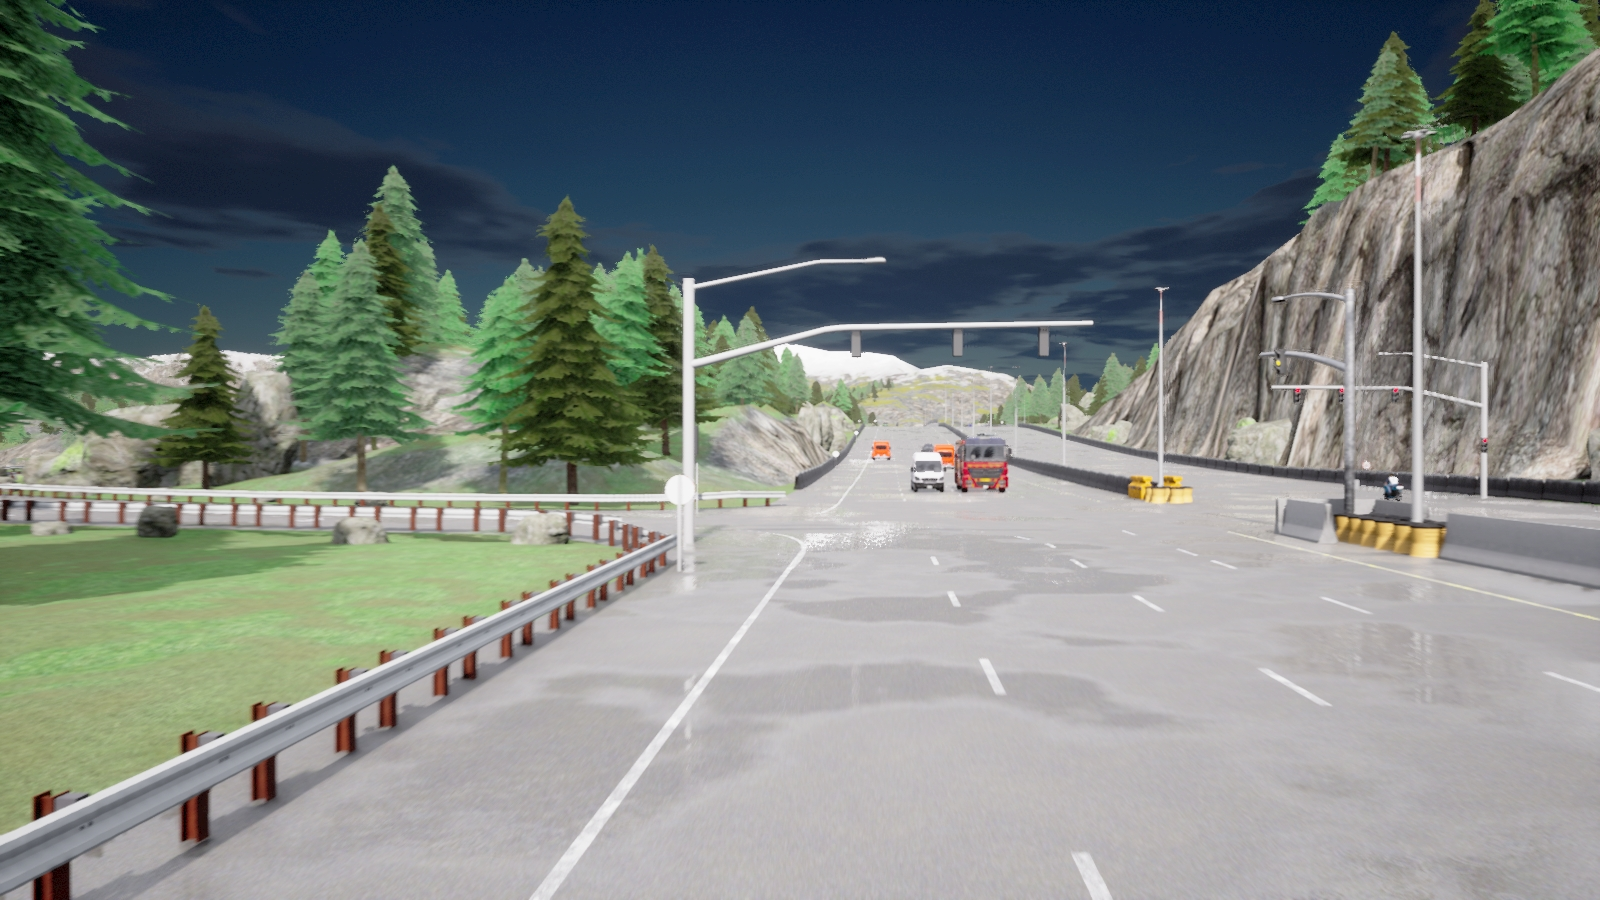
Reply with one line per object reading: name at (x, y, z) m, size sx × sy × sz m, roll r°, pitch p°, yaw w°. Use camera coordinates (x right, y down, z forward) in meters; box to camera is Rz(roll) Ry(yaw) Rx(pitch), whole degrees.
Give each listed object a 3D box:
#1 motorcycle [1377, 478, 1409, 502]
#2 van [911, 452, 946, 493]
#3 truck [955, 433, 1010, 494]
motorcycle at (32.207, 2.178, 62.055) m, size 0.803 × 1.217 × 2.033 m, roll -1°, pitch 0°, yaw 5°
van at (8.449, 1.462, 75.796) m, size 1.988 × 2.561 × 5.915 m, roll 0°, pitch 0°, yaw 3°
truck at (11.944, 0.821, 75.449) m, size 2.891 × 3.827 × 8.468 m, roll 0°, pitch 0°, yaw 4°
